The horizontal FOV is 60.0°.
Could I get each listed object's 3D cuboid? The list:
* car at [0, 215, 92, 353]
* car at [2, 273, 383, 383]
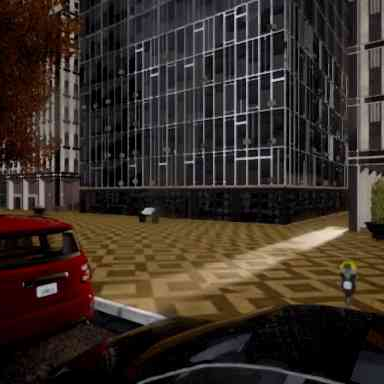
[{"bbox_3d":[-3.763,1.309,5.557,5.009,1.841,2.192,0,0,35],"label":"car"},{"bbox_3d":[0.735,1.565,2.352,4.313,1.339,1.947,0,0,35],"label":"car"}]
